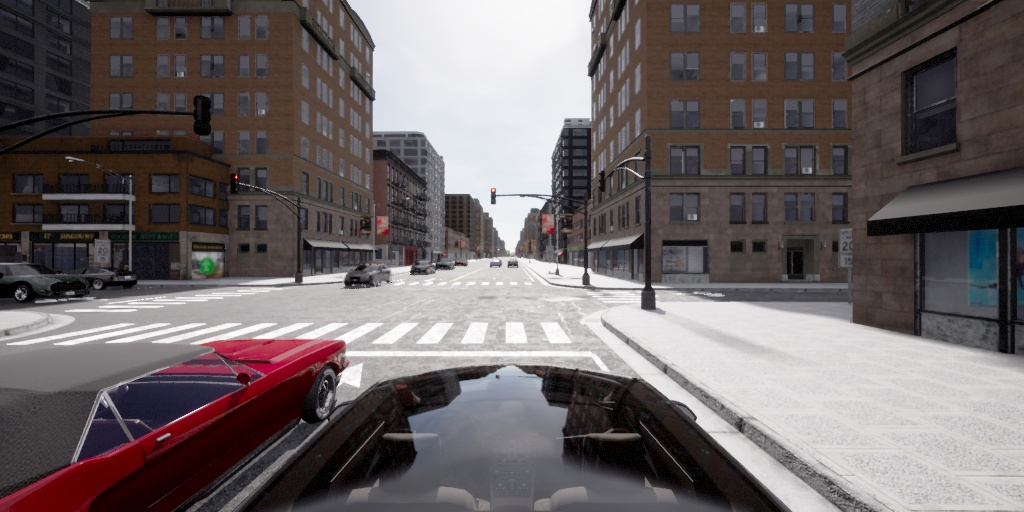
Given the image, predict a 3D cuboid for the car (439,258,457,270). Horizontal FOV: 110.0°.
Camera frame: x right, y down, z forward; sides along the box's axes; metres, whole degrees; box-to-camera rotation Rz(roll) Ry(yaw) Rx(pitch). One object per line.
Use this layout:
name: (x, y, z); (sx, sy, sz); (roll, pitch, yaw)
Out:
car: (-9.707, 1.095, 51.971); (2.097, 1.767, 4.553); (0, 0, 0)

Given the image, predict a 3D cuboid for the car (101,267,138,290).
car: (-25.321, 1.330, 21.705); (4.313, 1.339, 1.948); (0, 0, 0)

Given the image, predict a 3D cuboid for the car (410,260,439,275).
car: (-9.750, 1.253, 39.345); (1.837, 1.490, 4.892); (0, 0, 0)

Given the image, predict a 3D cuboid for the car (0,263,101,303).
car: (-22.163, 1.095, 16.196); (4.553, 1.767, 2.097); (0, 0, 0)

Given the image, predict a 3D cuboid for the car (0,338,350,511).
car: (-3.157, 1.351, 2.837); (1.895, 1.301, 4.718); (0, 0, 0)

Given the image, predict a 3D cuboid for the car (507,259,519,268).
car: (0.166, 1.245, 62.199); (1.837, 1.490, 4.892); (0, 0, 0)

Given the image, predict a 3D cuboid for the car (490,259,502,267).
car: (-2.978, 1.287, 64.154); (2.033, 1.411, 5.357); (0, 0, 0)

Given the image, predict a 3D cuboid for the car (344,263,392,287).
car: (-9.789, 1.264, 24.784); (1.837, 1.490, 4.892); (0, 0, 0)
